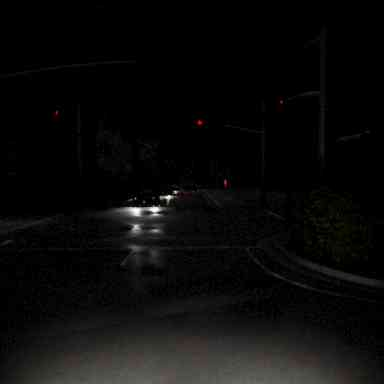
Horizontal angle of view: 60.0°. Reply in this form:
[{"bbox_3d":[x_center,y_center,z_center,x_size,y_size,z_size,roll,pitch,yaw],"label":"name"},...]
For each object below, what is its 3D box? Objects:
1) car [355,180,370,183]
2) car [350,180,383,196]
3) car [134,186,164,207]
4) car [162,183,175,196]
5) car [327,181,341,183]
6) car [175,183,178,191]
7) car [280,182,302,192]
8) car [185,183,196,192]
[{"bbox_3d":[18.965,-0.283,34.542,1.905,1.878,3.866,-1,2,-1],"label":"car"},{"bbox_3d":[22.196,-0.593,42.427,1.932,1.855,4.605,-1,2,-1],"label":"car"},{"bbox_3d":[-3.725,0.415,28.104,1.812,1.442,4.674,-1,2,0],"label":"car"},{"bbox_3d":[-3.791,-0.193,44.947,1.994,1.385,4.181,0,2,0],"label":"car"},{"bbox_3d":[25.214,-1.230,59.820,2.152,1.636,5.027,-1,2,-1],"label":"car"},{"bbox_3d":[-3.783,-0.965,63.708,1.882,1.535,5.008,0,2,0],"label":"car"},{"bbox_3d":[15.187,-0.715,52.392,2.007,1.523,4.514,-1,2,-1],"label":"car"},{"bbox_3d":[-0.263,-0.800,58.986,1.812,1.442,4.674,0,2,0],"label":"car"}]
